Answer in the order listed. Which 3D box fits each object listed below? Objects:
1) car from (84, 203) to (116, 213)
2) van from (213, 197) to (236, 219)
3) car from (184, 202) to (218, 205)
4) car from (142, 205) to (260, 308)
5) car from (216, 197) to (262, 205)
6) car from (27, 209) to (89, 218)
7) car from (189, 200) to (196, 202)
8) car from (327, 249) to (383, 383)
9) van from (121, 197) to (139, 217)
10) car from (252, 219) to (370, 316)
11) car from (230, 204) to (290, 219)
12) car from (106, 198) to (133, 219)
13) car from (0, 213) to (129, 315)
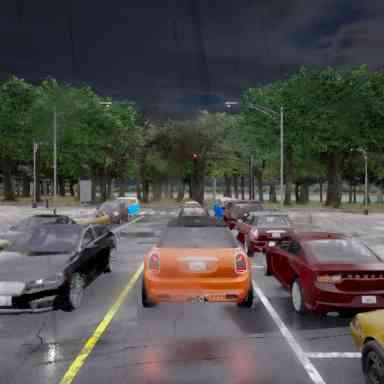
[{"bbox_3d":[-5.749,1.527,18.136,1.752,1.417,4.829,0,0,0],"label":"car"},{"bbox_3d":[2.786,1.346,29.174,1.690,1.788,3.998,0,0,0],"label":"van"},{"bbox_3d":[0.113,1.493,17.310,2.128,1.511,4.902,0,0,0],"label":"car"},{"bbox_3d":[0.106,1.352,8.096,2.097,1.767,4.553,0,0,0],"label":"car"},{"bbox_3d":[2.776,1.317,18.299,2.192,1.841,5.009,0,0,0],"label":"car"},{"bbox_3d":[-5.753,1.567,12.869,1.947,1.339,4.313,0,0,0],"label":"car"},{"bbox_3d":[0.021,1.460,27.255,1.801,1.575,5.366,0,0,1],"label":"car"},{"bbox_3d":[2.762,1.525,2.156,1.752,1.417,4.829,0,0,0],"label":"car"},{"bbox_3d":[-5.739,1.346,29.182,1.690,1.788,3.998,0,0,0],"label":"van"},{"bbox_3d":[2.767,1.545,7.424,1.887,1.381,4.507,0,0,0],"label":"car"},{"bbox_3d":[2.772,1.441,12.861,1.967,1.590,4.097,0,0,0],"label":"car"},{"bbox_3d":[-5.744,1.443,23.744,1.967,1.590,4.097,0,0,0],"label":"car"},{"bbox_3d":[-3.090,1.492,7.823,2.128,1.511,4.902,0,0,0],"label":"car"}]
